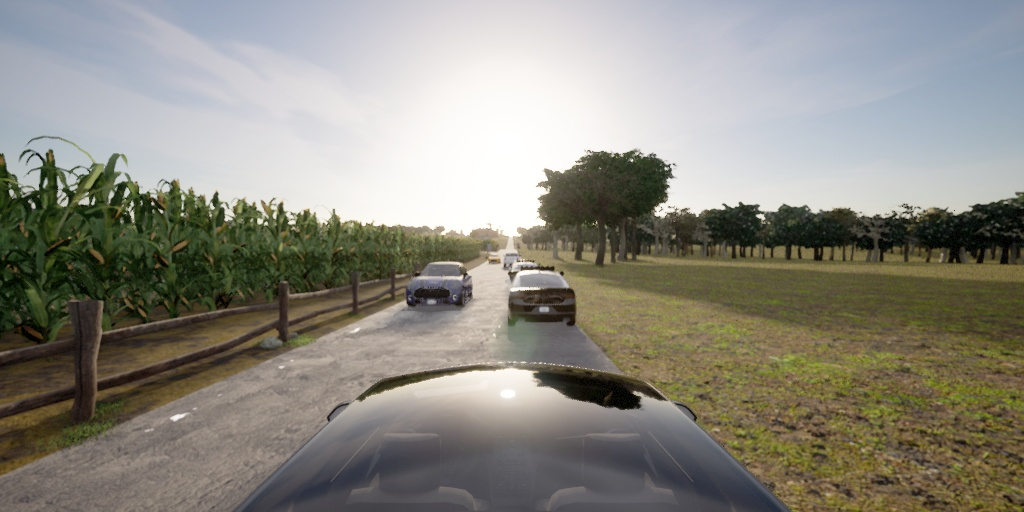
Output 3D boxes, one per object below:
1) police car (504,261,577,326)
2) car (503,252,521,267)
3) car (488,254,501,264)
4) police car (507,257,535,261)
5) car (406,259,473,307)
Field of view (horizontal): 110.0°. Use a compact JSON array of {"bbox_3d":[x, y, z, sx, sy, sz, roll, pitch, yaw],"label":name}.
[{"bbox_3d":[0.815,1.133,11.661,1.930,1.638,5.238,0,0,0],"label":"police car"},{"bbox_3d":[-0.023,0.442,48.857,2.150,2.045,5.566,0,1,1],"label":"car"},{"bbox_3d":[-2.877,0.431,59.103,1.882,1.535,5.008,0,1,0],"label":"car"},{"bbox_3d":[0.805,1.050,21.662,1.930,1.638,5.238,0,1,0],"label":"police car"},{"bbox_3d":[-2.862,1.039,14.988,2.097,1.767,4.553,0,0,0],"label":"car"}]
